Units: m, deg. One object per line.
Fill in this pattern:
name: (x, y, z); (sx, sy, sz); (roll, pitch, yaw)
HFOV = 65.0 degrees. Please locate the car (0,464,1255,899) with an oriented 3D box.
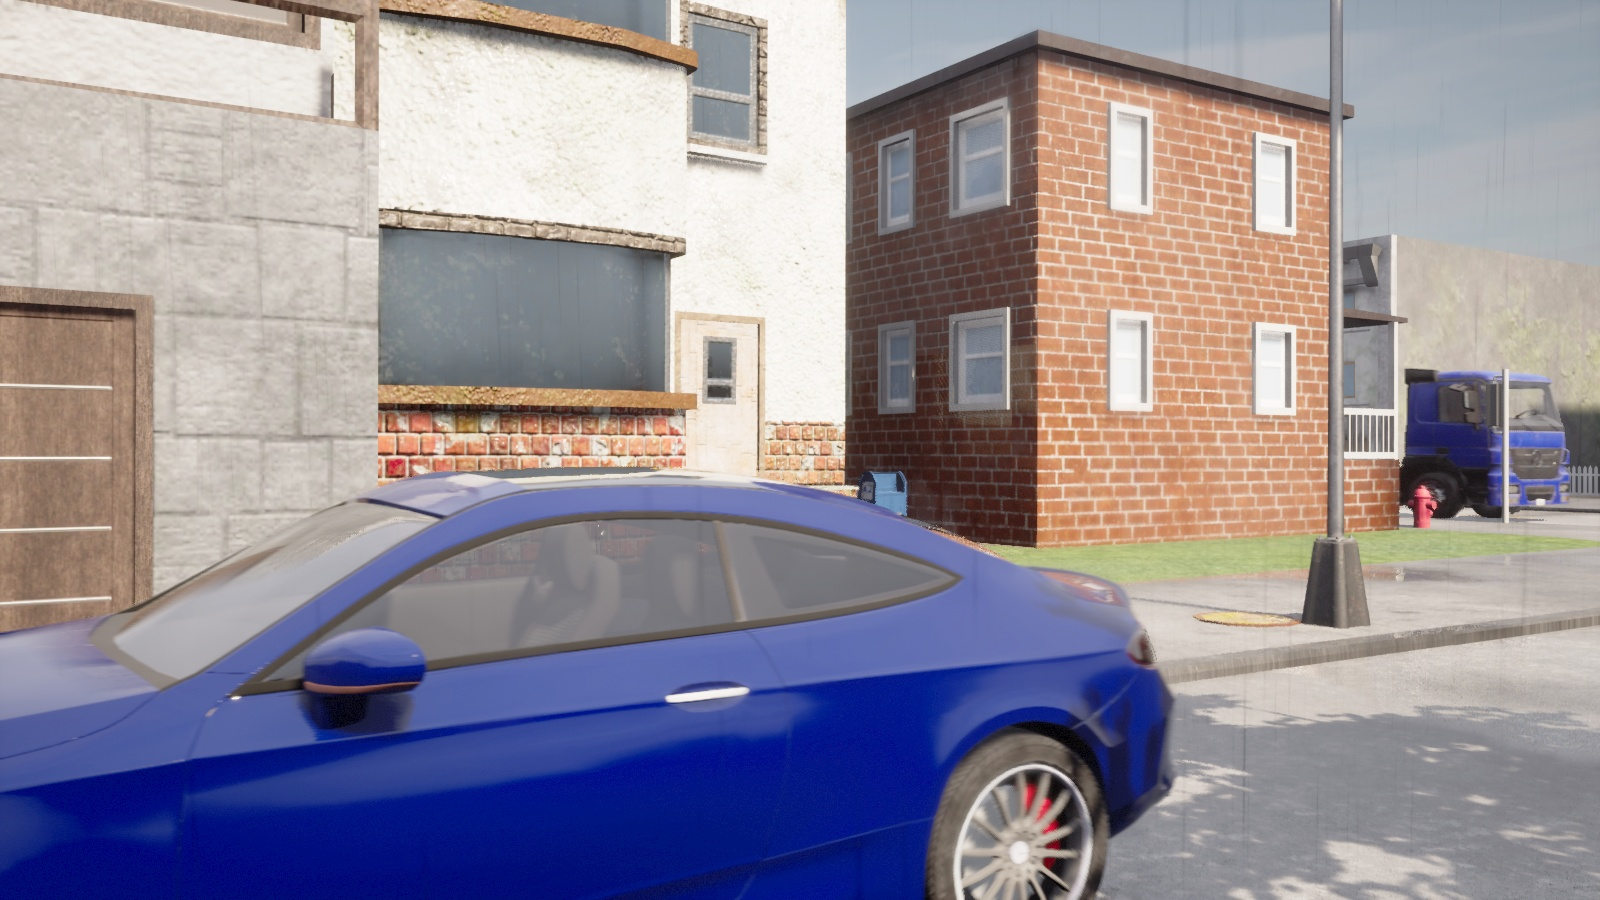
car: (-0.978, 0.782, 3.632); (4.674, 1.442, 1.812); (0, 0, -32)

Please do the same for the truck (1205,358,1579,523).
truck: (14.023, -0.192, 30.578); (2.891, 3.462, 7.936); (0, 0, -32)
